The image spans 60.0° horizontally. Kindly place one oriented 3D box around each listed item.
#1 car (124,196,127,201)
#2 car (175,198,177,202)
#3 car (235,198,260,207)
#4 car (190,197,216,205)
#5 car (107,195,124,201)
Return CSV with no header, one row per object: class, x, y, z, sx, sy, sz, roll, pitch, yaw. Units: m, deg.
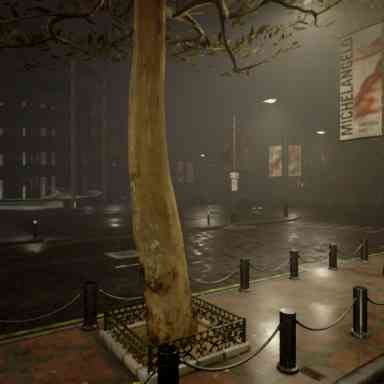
car,-18.040,1.463,80.766,4.674,1.442,1.812,0,0,12
car,-5.073,1.477,65.902,5.008,1.535,1.882,0,0,41
car,8.026,1.563,49.566,1.994,1.385,4.181,0,0,-35
car,1.879,1.547,58.032,2.033,1.411,5.357,0,0,-38
car,-19.000,1.473,77.400,4.674,1.442,1.812,0,0,12
